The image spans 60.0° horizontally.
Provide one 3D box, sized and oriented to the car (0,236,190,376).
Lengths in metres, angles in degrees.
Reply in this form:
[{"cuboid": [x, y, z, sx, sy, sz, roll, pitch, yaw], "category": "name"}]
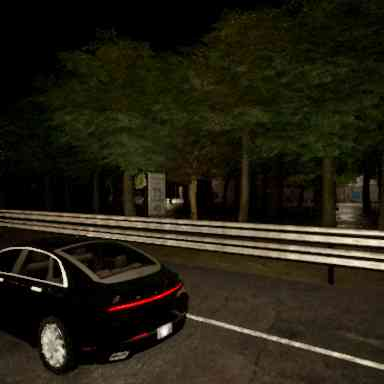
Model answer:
[{"cuboid": [-2.320, 1.518, 5.641, 4.892, 1.490, 1.837, 0, 0, 35], "category": "car"}]
